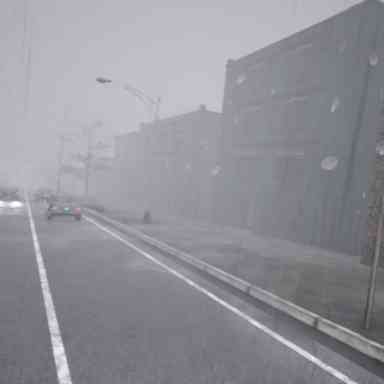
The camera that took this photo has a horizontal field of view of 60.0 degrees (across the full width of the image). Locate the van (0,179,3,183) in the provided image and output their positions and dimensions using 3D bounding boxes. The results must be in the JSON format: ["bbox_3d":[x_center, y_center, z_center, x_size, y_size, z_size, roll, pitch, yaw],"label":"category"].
[{"bbox_3d":[-44.414,-2.356,72.458,4.442,1.987,1.878,4,0,-27],"label":"van"}]

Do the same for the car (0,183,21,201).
[{"bbox_3d":[-18.326,0.103,33.469,1.895,1.301,4.718,4,0,-27],"label":"car"}]

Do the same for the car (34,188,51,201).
[{"bbox_3d":[-16.035,0.243,36.272,1.994,1.385,4.181,4,0,-27],"label":"car"}]

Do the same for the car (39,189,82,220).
[{"bbox_3d":[-7.955,0.867,20.397,2.033,1.411,5.357,4,0,-27],"label":"car"}]
